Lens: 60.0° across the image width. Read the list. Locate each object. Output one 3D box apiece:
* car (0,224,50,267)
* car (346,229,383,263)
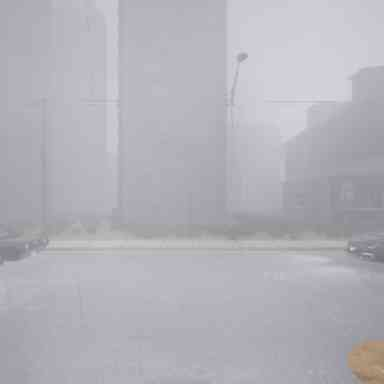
[{"bbox_3d":[-7.442,1.741,11.016,4.718,1.301,1.895,0,-1,0],"label":"car"},{"bbox_3d":[7.712,1.646,11.034,4.892,1.490,1.837,0,-1,0],"label":"car"}]
